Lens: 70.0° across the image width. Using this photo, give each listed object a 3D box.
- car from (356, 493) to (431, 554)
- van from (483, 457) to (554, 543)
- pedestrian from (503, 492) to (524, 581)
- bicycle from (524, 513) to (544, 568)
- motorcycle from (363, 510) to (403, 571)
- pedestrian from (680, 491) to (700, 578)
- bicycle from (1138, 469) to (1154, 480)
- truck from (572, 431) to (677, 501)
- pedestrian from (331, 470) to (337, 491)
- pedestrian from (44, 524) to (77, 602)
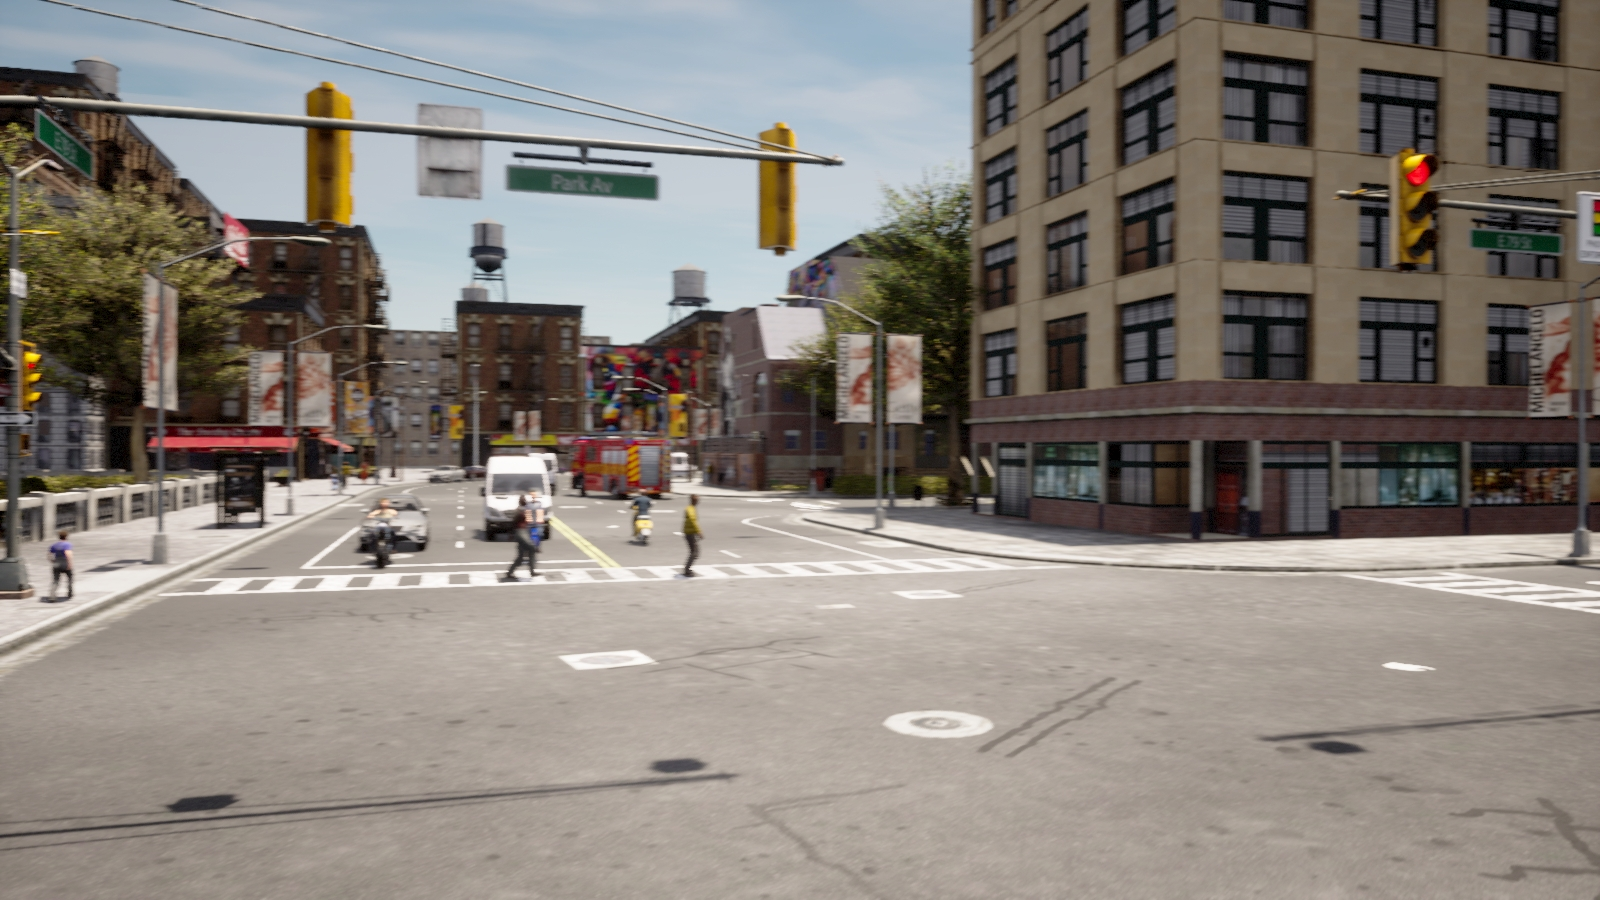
[{"bbox_3d":[-11.576,2.041,32.753,1.816,1.474,4.193,0,0,-16],"label":"car"},{"bbox_3d":[-9.266,1.516,37.302,1.988,2.561,5.915,0,0,-17],"label":"van"},{"bbox_3d":[-6.077,1.837,24.259,0.375,1.860,0.375,0,0,-5],"label":"pedestrian"},{"bbox_3d":[-6.511,2.193,27.952,0.373,1.196,1.643,0,0,-16],"label":"bicycle"},{"bbox_3d":[-10.050,2.149,27.611,0.764,1.277,2.356,0,0,-16],"label":"motorcycle"},{"bbox_3d":[-2.414,1.845,25.030,0.375,1.860,0.375,0,0,-13],"label":"pedestrian"},{"bbox_3d":[33.395,2.342,110.256,0.859,1.080,1.487,0,0,-15],"label":"bicycle"},{"bbox_3d":[-10.462,0.872,67.186,2.891,3.827,8.468,0,0,-33],"label":"truck"},{"bbox_3d":[-29.406,1.914,72.090,0.375,1.300,0.375,0,0,-21],"label":"pedestrian"},{"bbox_3d":[-12.755,1.948,19.715,0.375,1.300,0.375,0,0,-12],"label":"pedestrian"}]
